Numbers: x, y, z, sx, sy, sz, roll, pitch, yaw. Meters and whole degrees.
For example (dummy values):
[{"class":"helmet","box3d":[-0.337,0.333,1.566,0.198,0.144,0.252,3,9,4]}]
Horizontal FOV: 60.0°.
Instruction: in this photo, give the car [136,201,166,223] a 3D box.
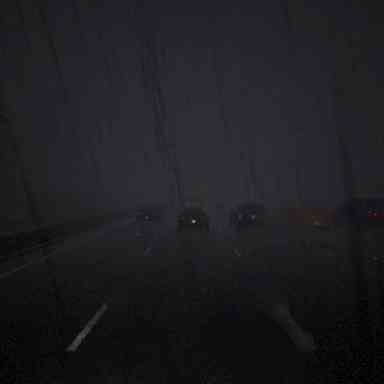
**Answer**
[{"class":"car","box3d":[-3.401,1.721,27.055,1.812,1.442,4.674,0,0,0]}]

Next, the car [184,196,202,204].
[{"class":"car","box3d":[0.096,1.538,43.618,2.150,2.045,5.566,0,0,0]}]

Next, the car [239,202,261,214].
[{"class":"car","box3d":[7.098,1.897,41.086,1.895,1.301,4.718,0,0,0]}]

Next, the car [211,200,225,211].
[{"class":"car","box3d":[3.599,1.860,46.451,1.812,1.442,4.674,0,0,0]}]

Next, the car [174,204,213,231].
[{"class":"car","box3d":[0.098,1.721,21.709,1.994,1.385,4.181,0,0,0]}]

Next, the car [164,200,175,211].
[{"class":"car","box3d":[-3.401,1.860,46.424,1.812,1.442,4.674,0,0,0]}]

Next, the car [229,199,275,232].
[{"class":"car","box3d":[3.598,1.506,21.419,2.097,1.767,4.553,0,0,0]}]

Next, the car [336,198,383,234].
[{"class":"car","box3d":[10.598,1.371,20.491,2.150,2.045,5.566,0,0,0]}]

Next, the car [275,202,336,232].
[{"class":"car","box3d":[7.097,1.632,21.371,1.882,1.535,5.008,0,0,0]}]

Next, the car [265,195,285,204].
[{"class":"car","box3d":[10.597,1.537,43.636,2.150,2.045,5.566,0,0,0]}]
